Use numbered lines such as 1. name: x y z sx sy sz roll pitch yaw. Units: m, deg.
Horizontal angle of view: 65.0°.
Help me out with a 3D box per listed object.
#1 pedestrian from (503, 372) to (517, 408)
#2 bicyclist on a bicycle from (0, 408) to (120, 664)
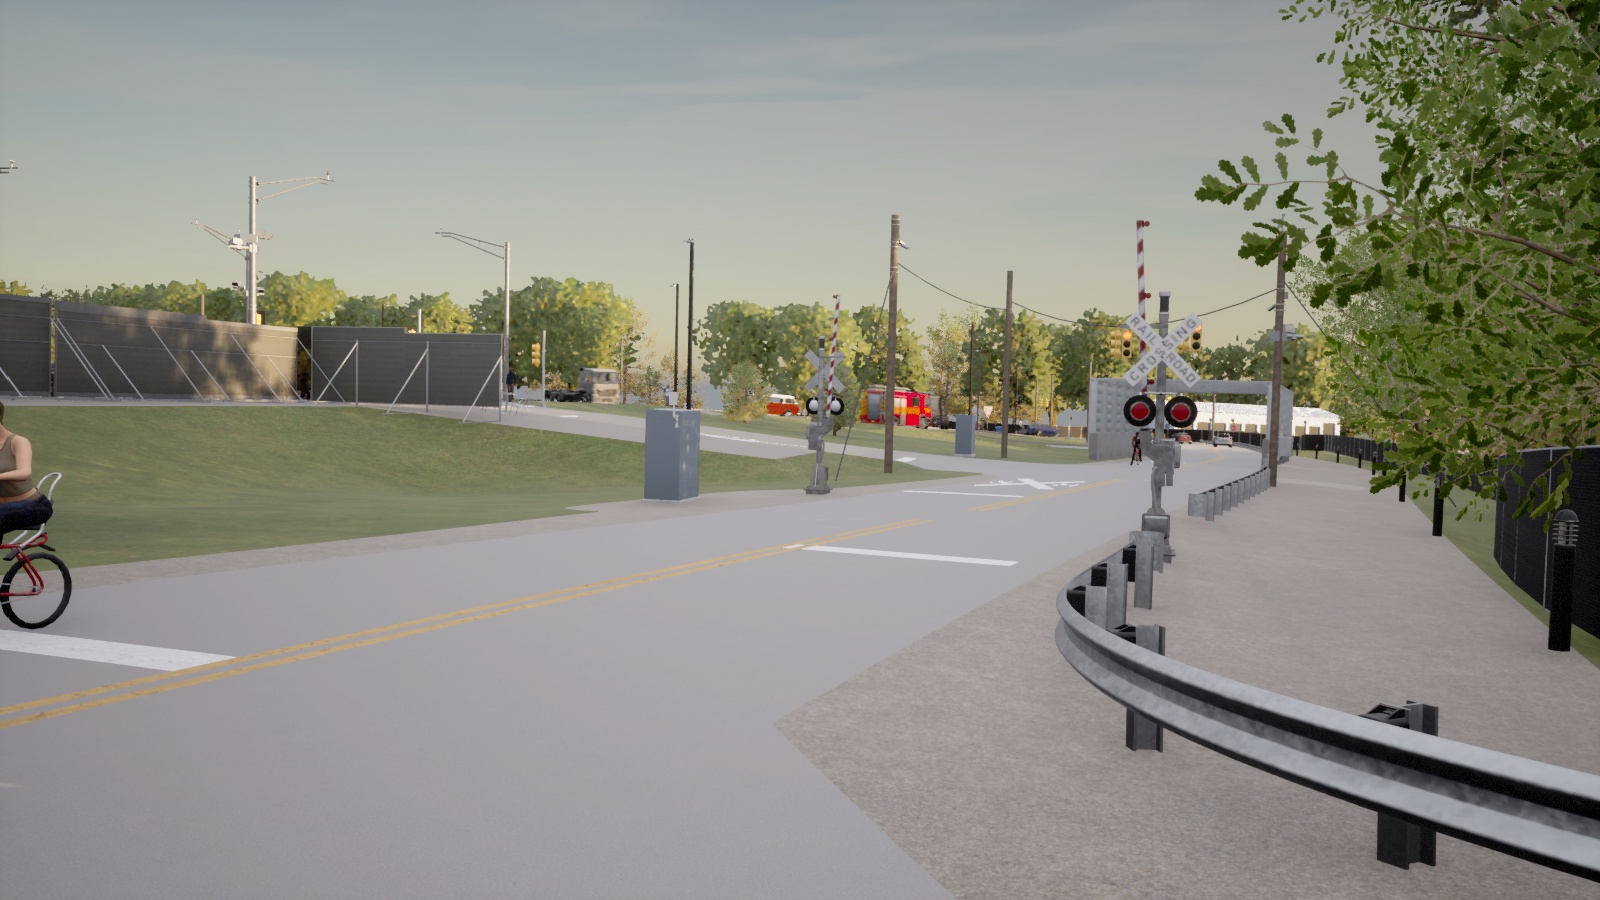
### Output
1. pedestrian: -15.085 -3.132 65.259 0.402 1.842 0.726 1 3 17
2. bicyclist on a bicycle: -5.397 0.536 8.177 0.866 1.612 1.509 1 1 19
